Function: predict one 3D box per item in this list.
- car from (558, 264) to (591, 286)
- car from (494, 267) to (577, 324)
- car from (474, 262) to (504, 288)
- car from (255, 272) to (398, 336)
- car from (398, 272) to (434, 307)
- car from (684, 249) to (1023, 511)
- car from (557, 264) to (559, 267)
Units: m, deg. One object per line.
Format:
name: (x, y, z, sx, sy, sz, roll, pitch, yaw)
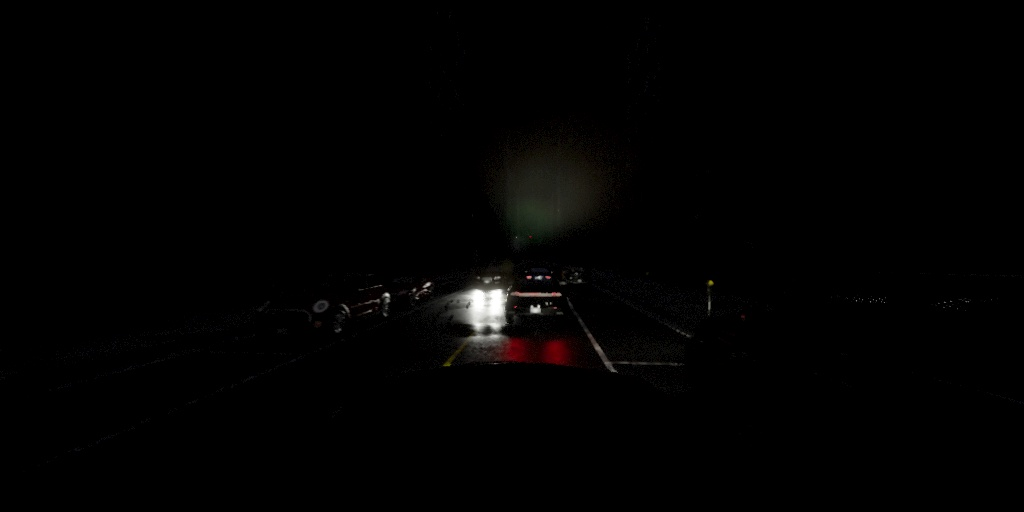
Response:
car: (4.724, 1.439, 26.266, 2.007, 1.370, 4.403, 0, 0, 5)
car: (0.840, 1.299, 12.316, 2.128, 1.511, 4.902, 0, 0, 5)
car: (-1.380, 1.352, 24.742, 2.128, 1.511, 4.902, 0, 0, 5)
car: (-5.116, 1.216, 10.236, 1.967, 1.591, 4.097, 0, 0, 5)
car: (-4.674, 1.388, 15.805, 1.802, 1.307, 4.207, 0, 0, 5)
car: (3.042, 0.984, 2.072, 2.150, 2.045, 5.566, 0, 0, 5)
car: (5.180, 1.441, 32.004, 1.751, 1.417, 4.829, 0, 0, 5)
